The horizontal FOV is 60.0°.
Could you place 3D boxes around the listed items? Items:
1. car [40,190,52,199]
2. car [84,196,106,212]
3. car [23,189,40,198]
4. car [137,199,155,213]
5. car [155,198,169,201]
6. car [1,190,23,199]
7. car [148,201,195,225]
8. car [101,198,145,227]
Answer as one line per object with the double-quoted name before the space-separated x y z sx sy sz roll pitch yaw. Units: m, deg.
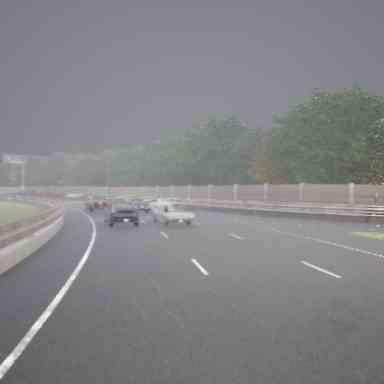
"car" -34.444 0.454 76.326 5.566 2.045 2.150 1 0 36
"car" -10.156 1.170 35.442 2.097 1.767 4.553 1 0 -26
"car" -36.651 0.421 73.609 5.566 2.045 2.150 1 0 36
"car" -5.916 1.433 34.681 2.033 1.411 5.357 1 0 -25
"car" -3.661 1.444 38.088 1.812 1.442 4.674 1 0 -25
"car" -38.797 0.665 70.843 4.892 1.490 1.837 1 0 36
"car" -1.450 1.564 23.400 1.895 1.301 4.718 1 0 -20
"car" -4.734 1.418 22.190 1.837 1.490 4.892 1 0 -20
